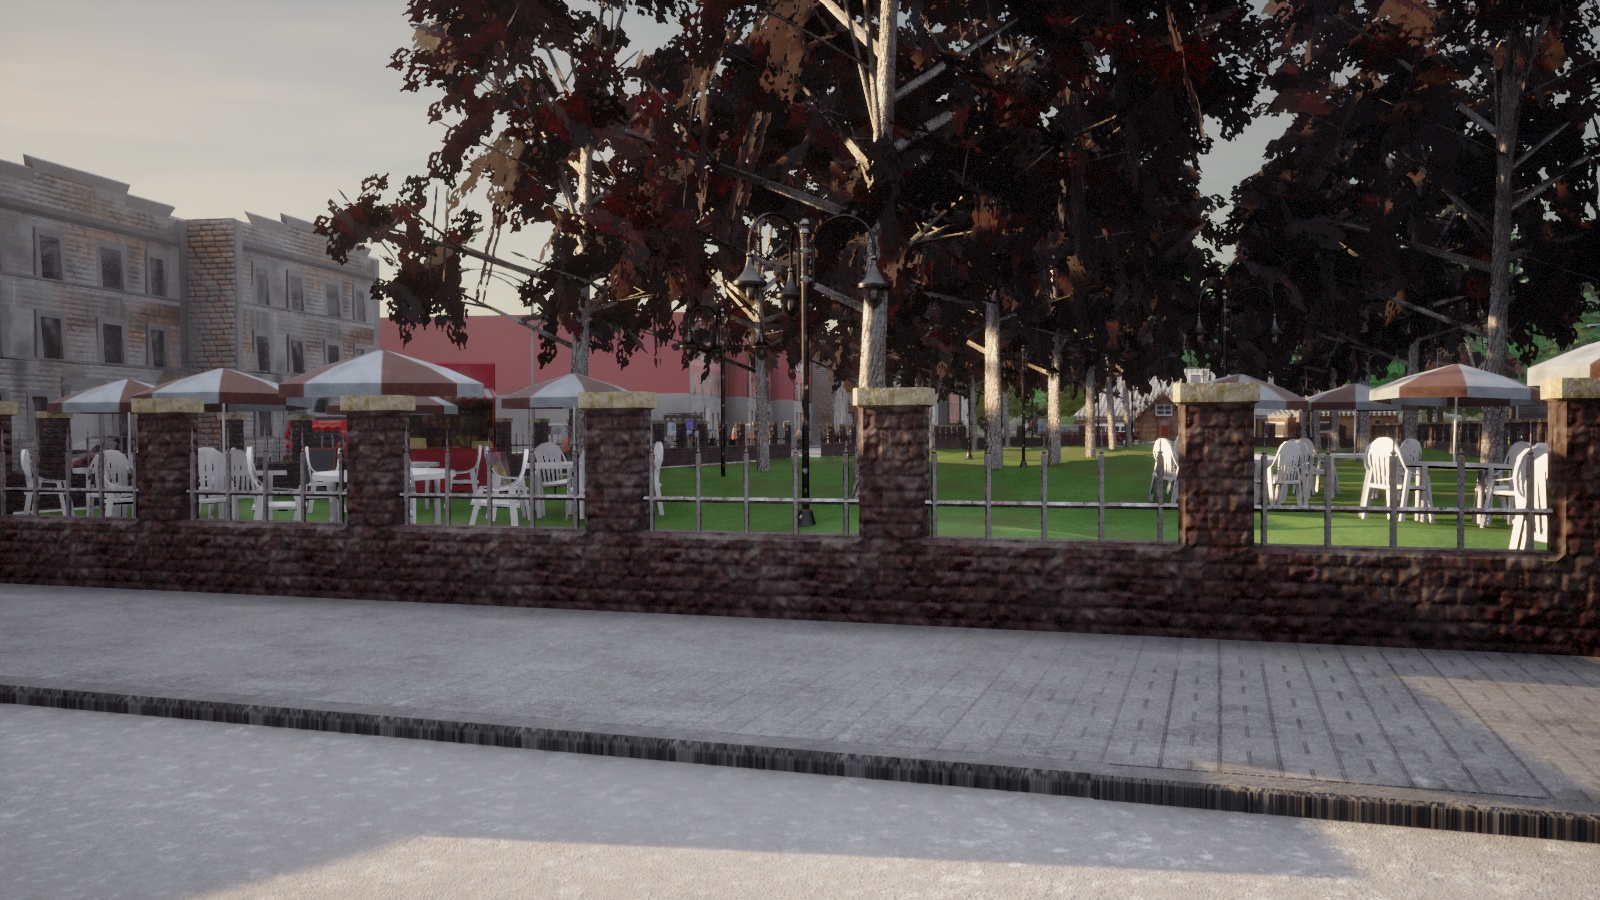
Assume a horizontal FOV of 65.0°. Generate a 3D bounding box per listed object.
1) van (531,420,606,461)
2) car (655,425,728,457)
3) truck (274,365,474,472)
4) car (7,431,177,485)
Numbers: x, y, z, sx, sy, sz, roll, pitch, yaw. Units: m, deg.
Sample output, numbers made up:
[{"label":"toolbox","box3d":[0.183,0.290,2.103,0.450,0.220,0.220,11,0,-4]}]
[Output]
[{"label":"van","box3d":[-11.658,-0.482,63.550,1.775,1.987,4.442,1,1,18]},{"label":"car","box3d":[-5.847,-0.512,68.334,2.152,1.651,5.027,1,1,19]},{"label":"truck","box3d":[-16.414,-1.188,49.219,2.891,3.827,8.468,1,1,18]},{"label":"car","box3d":[-20.577,0.175,36.718,1.816,1.474,4.193,1,1,18]}]
